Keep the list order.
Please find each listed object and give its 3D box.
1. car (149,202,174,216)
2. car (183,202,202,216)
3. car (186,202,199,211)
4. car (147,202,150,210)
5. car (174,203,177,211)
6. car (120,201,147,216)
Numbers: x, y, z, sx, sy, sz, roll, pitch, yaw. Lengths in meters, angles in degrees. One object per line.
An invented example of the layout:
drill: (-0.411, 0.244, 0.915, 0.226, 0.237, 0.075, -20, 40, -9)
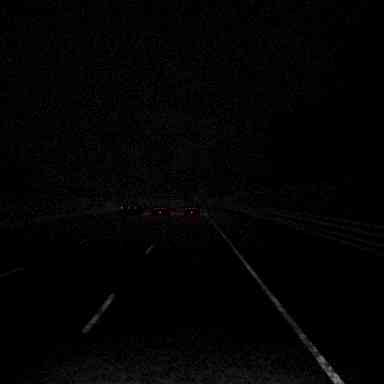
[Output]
car: (-3.476, 2.015, 38.765, 1.837, 1.490, 4.892, 0, -1, 0)
car: (0.020, 2.014, 38.764, 1.837, 1.490, 4.892, 0, -1, 0)
car: (0.066, 2.348, 53.553, 1.994, 1.385, 4.181, 0, -1, 0)
car: (-6.939, 2.332, 52.697, 1.994, 1.385, 4.181, 0, -1, 0)
car: (-3.435, 2.384, 53.559, 1.895, 1.301, 4.718, 0, -1, 0)
car: (-6.977, 1.866, 39.029, 2.097, 1.767, 4.553, 0, -1, 1)
